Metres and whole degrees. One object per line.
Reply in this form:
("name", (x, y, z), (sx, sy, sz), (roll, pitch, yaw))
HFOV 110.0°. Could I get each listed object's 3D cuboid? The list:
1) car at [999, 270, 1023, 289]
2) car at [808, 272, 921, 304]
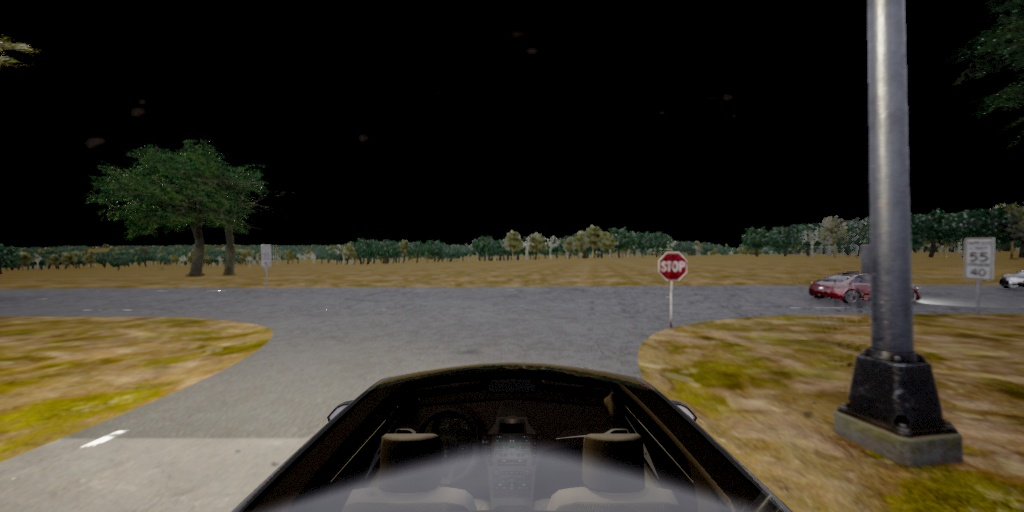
("car", (32.322, 1.336, 21.471), (4.902, 1.511, 2.128), (0, 2, -3))
("car", (16.913, 1.500, 17.315), (4.181, 1.385, 1.994), (0, 2, -1))
